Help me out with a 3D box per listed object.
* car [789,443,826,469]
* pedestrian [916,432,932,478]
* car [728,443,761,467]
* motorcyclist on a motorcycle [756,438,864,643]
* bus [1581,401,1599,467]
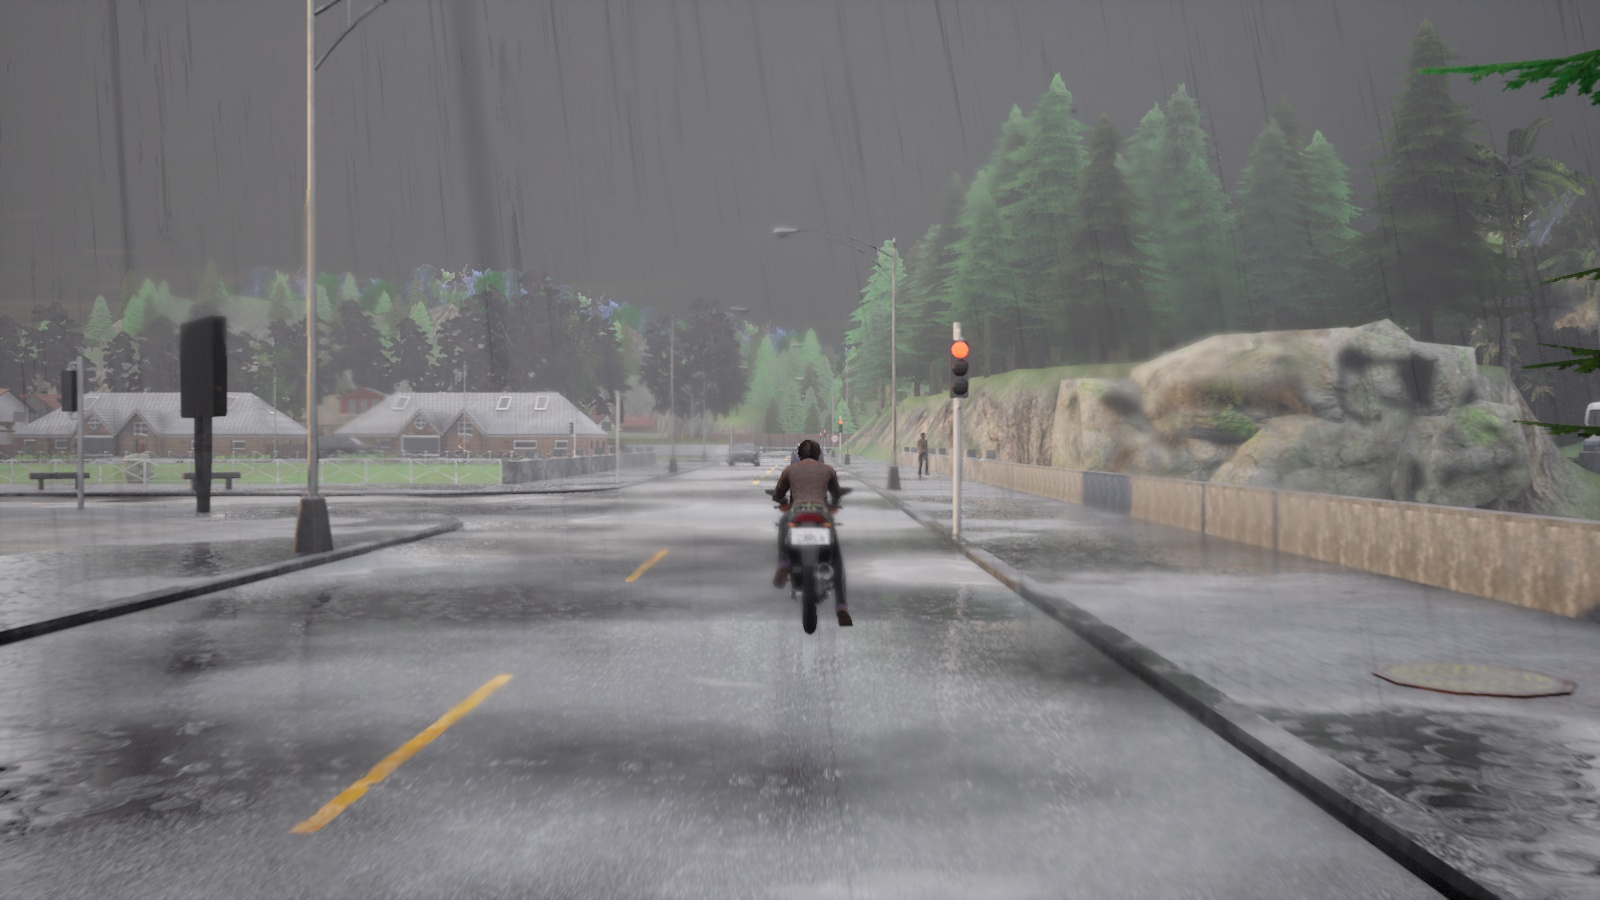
[{"bbox_3d":[0.451,0.321,75.449,2.163,1.488,4.792,0,0,0],"label":"car"},{"bbox_3d":[4.916,0.180,49.764,0.328,1.805,0.869,0,0,-14],"label":"pedestrian"},{"bbox_3d":[-3.508,0.300,79.612,1.837,1.490,4.892,0,0,0],"label":"car"},{"bbox_3d":[0.076,0.670,10.368,0.797,1.523,2.044,0,0,0],"label":"motorcyclist on a motorcycle"},{"bbox_3d":[53.962,-1.029,78.435,3.944,4.253,10.273,0,0,0],"label":"bus"}]
